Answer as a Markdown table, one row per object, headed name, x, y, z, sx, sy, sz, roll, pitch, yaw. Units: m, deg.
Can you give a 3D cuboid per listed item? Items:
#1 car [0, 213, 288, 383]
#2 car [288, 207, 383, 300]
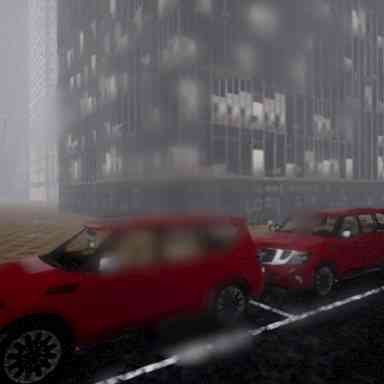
| name | x | y | z | sx | sy | sz | roll | pitch | yaw |
| --- | --- | --- | --- | --- | --- | --- | --- | --- | --- |
| car | -1.005 | 1.323 | 5.397 | 5.009 | 1.841 | 2.192 | 0 | -1 | -35 |
| car | 3.512 | 1.343 | 8.619 | 5.009 | 1.841 | 2.192 | 0 | -1 | -35 |
